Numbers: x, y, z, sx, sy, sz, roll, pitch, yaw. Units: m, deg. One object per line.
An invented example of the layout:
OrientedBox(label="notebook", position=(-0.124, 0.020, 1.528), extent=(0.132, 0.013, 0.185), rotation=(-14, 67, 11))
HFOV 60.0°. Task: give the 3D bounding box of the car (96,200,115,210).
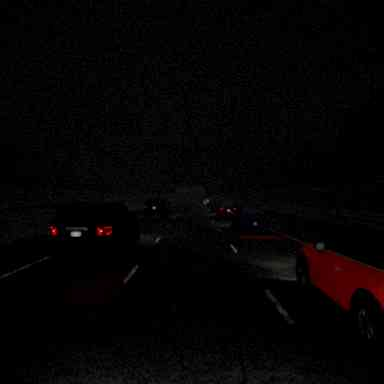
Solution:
OrientedBox(label="car", position=(-13.990, 2.095, 54.074), extent=(1.812, 1.442, 4.674), rotation=(0, -1, 1))

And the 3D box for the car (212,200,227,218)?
OrientedBox(label="car", position=(3.543, 1.860, 34.395), extent=(2.163, 1.488, 4.792), rotation=(0, -1, 0))

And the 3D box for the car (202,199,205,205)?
OrientedBox(label="car", position=(3.583, 2.319, 67.398), extent=(1.895, 1.301, 4.718), rotation=(0, -1, 0))

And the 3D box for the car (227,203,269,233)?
OrientedBox(label="car", position=(3.627, 1.699, 21.533), extent=(1.882, 1.535, 5.008), rotation=(0, -1, 0))

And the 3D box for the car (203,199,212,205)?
OrientedBox(label="car", position=(3.597, 2.373, 78.370), extent=(1.812, 1.442, 4.674), rotation=(0, -1, 0))

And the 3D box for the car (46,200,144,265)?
OrientedBox(label="car", position=(-3.384, 1.348, 12.390), extent=(2.150, 2.045, 5.566), rotation=(0, -1, 0))

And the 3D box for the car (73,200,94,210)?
OrientedBox(label="car", position=(-17.486, 2.093, 53.953), extent=(1.812, 1.442, 4.674), rotation=(0, -1, 1))

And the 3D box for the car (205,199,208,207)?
OrientedBox(label="car", position=(3.570, 2.099, 56.367), extent=(1.837, 1.490, 4.892), rotation=(0, -1, 0))

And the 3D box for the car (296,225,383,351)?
OrientedBox(label="car", position=(3.603, 1.423, 6.468), extent=(2.097, 1.767, 4.553), rotation=(0, 0, 1))

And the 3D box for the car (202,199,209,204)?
OrientedBox(label="car", position=(3.610, 2.585, 89.401), extent=(1.895, 1.301, 4.718), rotation=(0, -1, 0))

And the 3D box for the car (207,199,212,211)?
OrientedBox(label="car", position=(3.556, 2.022, 45.366), extent=(2.033, 1.411, 5.357), rotation=(0, -1, 0))

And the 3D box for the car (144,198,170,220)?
OrientedBox(label="car", position=(-3.360, 1.555, 32.304), extent=(2.150, 2.045, 5.566), rotation=(0, -1, 0))

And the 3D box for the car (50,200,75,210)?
OrientedBox(label="car", position=(-20.985, 2.059, 53.985), extent=(2.128, 1.511, 4.902), rotation=(0, -1, 1))
